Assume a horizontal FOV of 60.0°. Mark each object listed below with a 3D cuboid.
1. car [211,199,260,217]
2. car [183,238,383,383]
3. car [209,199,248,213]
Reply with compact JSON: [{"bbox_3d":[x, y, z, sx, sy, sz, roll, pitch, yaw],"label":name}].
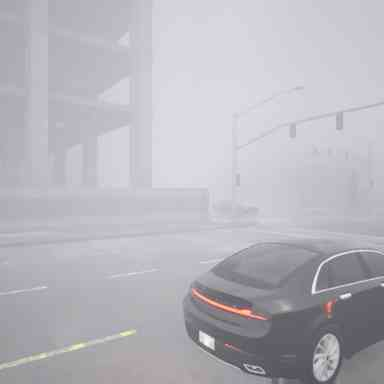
[{"bbox_3d":[4.190,1.601,31.732,1.895,1.301,4.718,0,0,-36],"label":"car"},{"bbox_3d":[2.160,1.505,5.329,4.892,1.490,1.837,0,0,-35],"label":"car"},{"bbox_3d":[4.055,1.526,37.886,1.812,1.442,4.674,0,0,-36],"label":"car"}]
